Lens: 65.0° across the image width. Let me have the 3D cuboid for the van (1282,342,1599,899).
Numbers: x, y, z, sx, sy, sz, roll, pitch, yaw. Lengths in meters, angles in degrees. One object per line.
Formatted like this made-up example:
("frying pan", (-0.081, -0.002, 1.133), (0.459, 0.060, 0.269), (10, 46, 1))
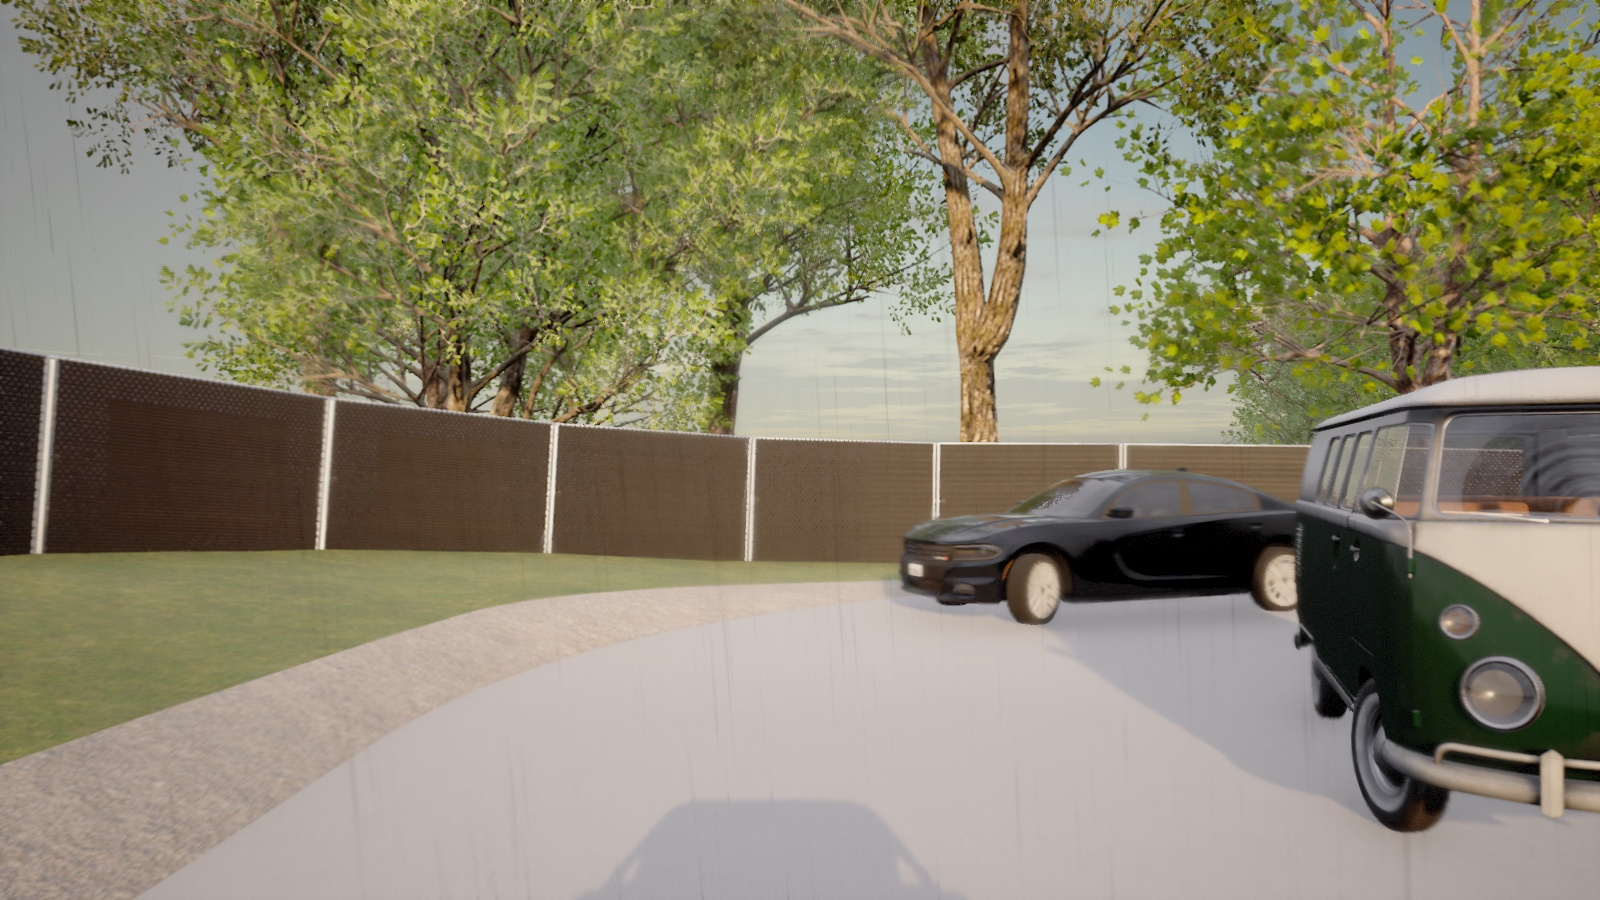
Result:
("van", (3.647, 0.637, 6.446), (1.775, 1.987, 4.442), (-1, -1, 16))

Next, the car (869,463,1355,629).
("car", (3.421, 0.929, 13.711), (5.008, 1.535, 1.882), (0, -1, -23))
